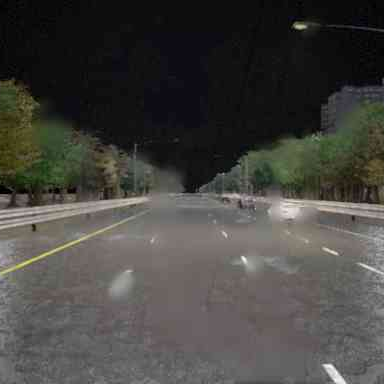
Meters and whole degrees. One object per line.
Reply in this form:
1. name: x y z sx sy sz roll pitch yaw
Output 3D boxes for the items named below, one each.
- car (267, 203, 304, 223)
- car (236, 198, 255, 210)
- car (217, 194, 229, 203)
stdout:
1. car: 6.998 1.536 25.201 1.812 1.442 4.674 0 0 0
2. car: 7.016 1.511 43.788 2.128 1.511 4.902 0 0 0
3. car: 7.119 1.552 73.908 1.837 1.490 4.892 0 0 0
